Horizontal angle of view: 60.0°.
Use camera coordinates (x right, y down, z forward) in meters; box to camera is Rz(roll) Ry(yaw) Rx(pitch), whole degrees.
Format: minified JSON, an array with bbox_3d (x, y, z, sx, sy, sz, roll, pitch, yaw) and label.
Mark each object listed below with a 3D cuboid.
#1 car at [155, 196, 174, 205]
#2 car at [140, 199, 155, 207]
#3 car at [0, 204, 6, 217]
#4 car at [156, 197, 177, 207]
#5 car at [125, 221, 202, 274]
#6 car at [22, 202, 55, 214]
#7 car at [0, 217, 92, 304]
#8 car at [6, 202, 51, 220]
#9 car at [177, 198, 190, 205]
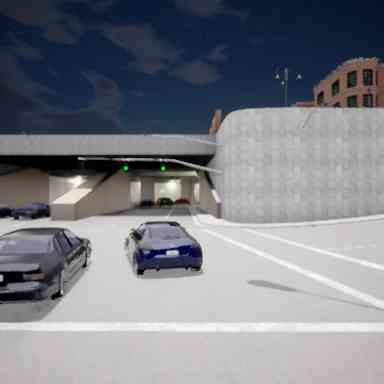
[{"bbox_3d":[-5.939,1.869,72.339,2.097,1.767,4.553,0,0,24],"label":"car"},{"bbox_3d":[-8.280,1.989,62.288,2.033,1.411,5.357,0,0,6],"label":"car"},{"bbox_3d":[-18.294,1.822,31.114,1.895,1.301,4.718,0,0,-1],"label":"car"},{"bbox_3d":[-4.762,1.796,62.582,2.097,1.767,4.553,0,0,6],"label":"car"},{"bbox_3d":[-1.087,1.659,11.153,1.994,1.385,4.181,0,0,-16],"label":"car"},{"bbox_3d":[-18.516,1.887,40.276,1.895,1.301,4.718,0,0,-1],"label":"car"},{"bbox_3d":[-3.890,1.621,8.515,2.033,1.411,5.357,0,0,-8],"label":"car"},{"bbox_3d":[-14.797,1.769,31.221,2.033,1.411,5.357,0,0,-1],"label":"car"},{"bbox_3d":[-2.133,2.038,72.376,1.812,1.442,4.674,0,0,28],"label":"car"}]
